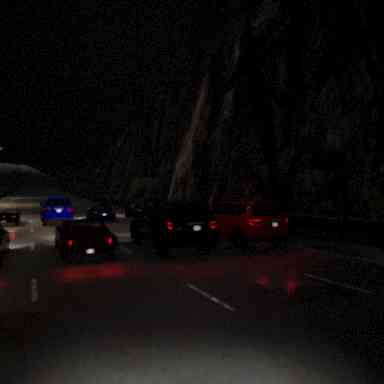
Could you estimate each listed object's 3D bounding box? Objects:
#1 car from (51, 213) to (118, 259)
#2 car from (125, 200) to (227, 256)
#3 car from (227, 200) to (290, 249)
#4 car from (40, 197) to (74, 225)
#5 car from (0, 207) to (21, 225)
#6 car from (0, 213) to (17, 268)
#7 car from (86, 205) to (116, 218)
[{"bbox_3d":[-4.406,1.742,13.348,1.895,1.301,4.718,0,-1,-25],"label":"car"},{"bbox_3d":[-0.971,1.380,14.271,2.150,2.045,5.566,0,0,-26],"label":"car"},{"bbox_3d":[2.180,1.400,15.796,2.150,2.045,5.566,0,0,-26],"label":"car"},{"bbox_3d":[-10.660,1.417,26.218,2.150,2.045,5.566,0,0,-26],"label":"car"},{"bbox_3d":[-14.096,1.774,25.294,1.895,1.301,4.718,0,0,-25],"label":"car"},{"bbox_3d":[-7.245,1.663,11.160,2.033,1.411,5.357,0,-1,-26],"label":"car"},{"bbox_3d":[-7.895,1.777,28.561,1.994,1.385,4.181,0,0,-25],"label":"car"}]
